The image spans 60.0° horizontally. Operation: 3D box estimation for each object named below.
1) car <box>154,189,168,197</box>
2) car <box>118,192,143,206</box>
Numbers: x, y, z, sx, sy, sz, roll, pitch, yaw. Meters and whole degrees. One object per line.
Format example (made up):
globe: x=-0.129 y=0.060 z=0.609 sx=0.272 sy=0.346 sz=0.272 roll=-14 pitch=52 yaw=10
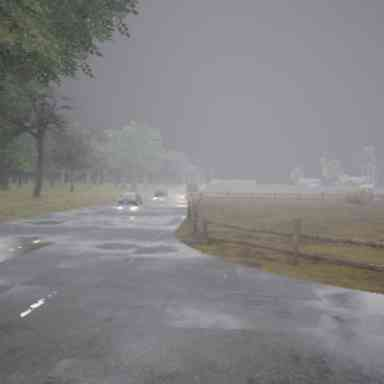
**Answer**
car: x=-5.234 y=0.153 z=57.458 sx=2.033 sy=1.411 sz=5.357 roll=1 pitch=2 yaw=3
car: x=-6.563 y=0.690 z=35.911 sx=1.812 sy=1.442 sz=4.674 roll=1 pitch=2 yaw=3
